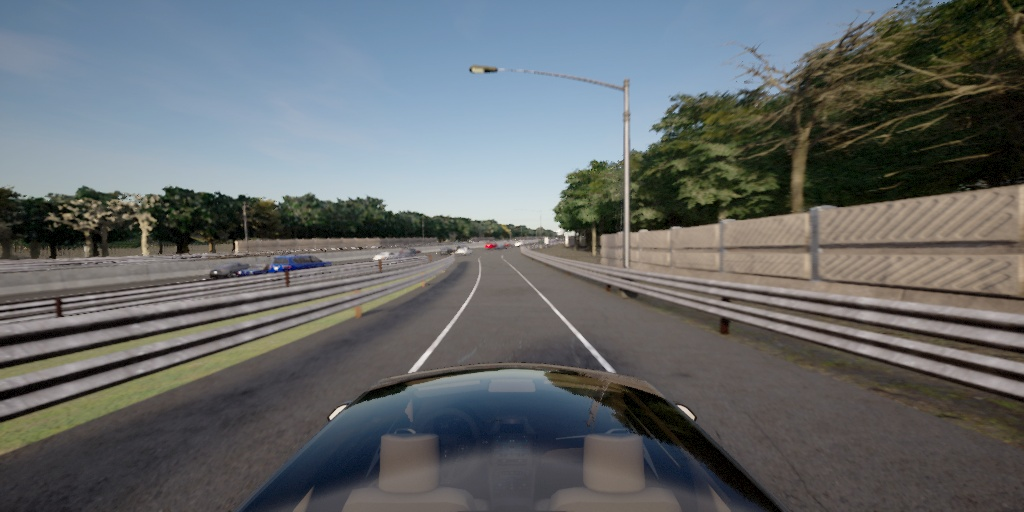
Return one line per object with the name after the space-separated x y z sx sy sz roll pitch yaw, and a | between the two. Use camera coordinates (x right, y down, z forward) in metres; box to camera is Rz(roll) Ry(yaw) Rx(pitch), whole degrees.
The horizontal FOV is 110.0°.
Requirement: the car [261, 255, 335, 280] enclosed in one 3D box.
-17.845 0.935 30.700 2.150 2.045 5.566 0 3 14 | car

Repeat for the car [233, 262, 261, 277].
-21.245 1.305 31.539 1.895 1.301 4.718 0 3 14 | car

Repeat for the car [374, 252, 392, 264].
-16.960 0.199 49.022 1.812 1.442 4.674 0 3 14 | car

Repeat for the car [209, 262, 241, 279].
-24.652 1.252 32.342 1.994 1.385 4.181 0 3 14 | car

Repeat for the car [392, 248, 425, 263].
-13.573 0.044 48.137 2.097 1.767 4.553 0 3 14 | car
